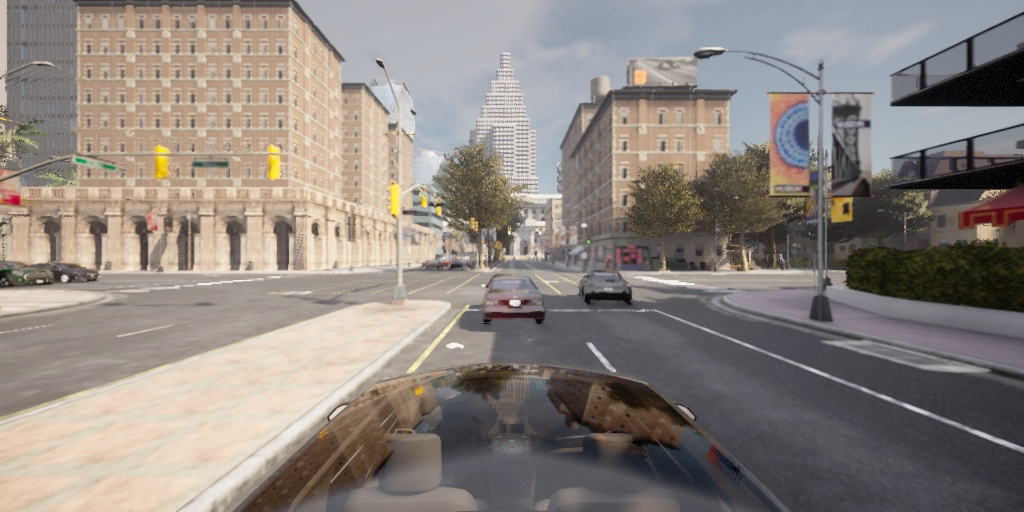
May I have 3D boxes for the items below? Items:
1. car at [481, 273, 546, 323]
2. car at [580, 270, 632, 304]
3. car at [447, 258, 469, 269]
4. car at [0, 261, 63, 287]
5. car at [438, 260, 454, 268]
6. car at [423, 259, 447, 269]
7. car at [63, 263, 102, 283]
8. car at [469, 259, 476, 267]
[{"bbox_3d":[-0.055,1.291,12.053,2.033,1.411,5.357,0,0,-3],"label":"car"},{"bbox_3d":[4.184,1.304,16.395,1.994,1.385,4.181,0,0,9],"label":"car"},{"bbox_3d":[-8.068,1.318,53.949,1.895,1.301,4.718,0,0,0],"label":"car"},{"bbox_3d":[-33.321,1.090,23.605,4.553,1.767,2.097,0,0,0],"label":"car"},{"bbox_3d":[-11.533,1.313,62.887,1.895,1.301,4.718,0,0,0],"label":"car"},{"bbox_3d":[-11.569,1.243,53.831,1.812,1.442,4.674,0,0,0],"label":"car"},{"bbox_3d":[-34.160,1.240,27.102,4.892,1.490,1.837,0,0,0],"label":"car"},{"bbox_3d":[-8.027,1.259,63.707,2.033,1.411,5.357,0,0,0],"label":"car"}]
